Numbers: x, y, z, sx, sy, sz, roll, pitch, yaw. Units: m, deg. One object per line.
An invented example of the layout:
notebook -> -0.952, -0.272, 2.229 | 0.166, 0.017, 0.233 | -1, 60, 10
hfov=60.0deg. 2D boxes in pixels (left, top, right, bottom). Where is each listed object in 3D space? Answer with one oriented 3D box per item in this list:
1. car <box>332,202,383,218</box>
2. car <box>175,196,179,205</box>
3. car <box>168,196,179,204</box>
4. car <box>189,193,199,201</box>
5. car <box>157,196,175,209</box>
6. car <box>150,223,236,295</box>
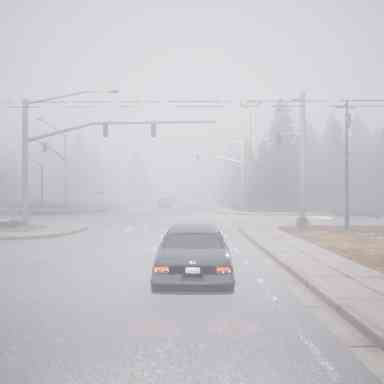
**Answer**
car -> 14.692, 1.591, 29.555 | 4.181, 1.385, 1.994 | 0, 0, 1
car -> -3.665, 1.491, 54.674 | 2.128, 1.511, 4.902 | 0, 0, 0
car -> -3.562, 1.505, 64.552 | 1.837, 1.490, 4.892 | 0, 0, 1
car -> 0.425, 1.225, 80.701 | 2.150, 2.045, 5.566 | 0, 0, 2
car -> -3.674, 1.505, 45.022 | 1.837, 1.490, 4.892 | 0, 0, 0
car -> 0.035, 1.545, 8.896 | 2.033, 1.411, 5.357 | 0, 0, 1
